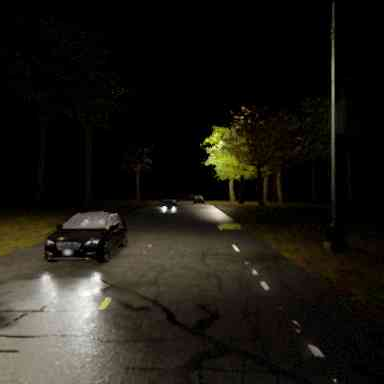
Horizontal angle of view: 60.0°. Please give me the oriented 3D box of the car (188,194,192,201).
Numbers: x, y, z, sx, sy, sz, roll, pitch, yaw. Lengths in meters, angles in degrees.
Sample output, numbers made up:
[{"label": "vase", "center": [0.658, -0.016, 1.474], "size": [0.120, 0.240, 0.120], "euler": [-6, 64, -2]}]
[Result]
[{"label": "car", "center": [-0.012, 1.287, 76.943], "size": [1.994, 1.385, 4.181], "euler": [0, 0, 0]}]

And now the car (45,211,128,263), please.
[{"label": "car", "center": [-3.601, 1.495, 12.078], "size": [2.128, 1.511, 4.902], "euler": [0, 0, 0]}]

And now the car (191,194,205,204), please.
[{"label": "car", "center": [1.215, 1.398, 59.142], "size": [1.812, 1.442, 4.674], "euler": [0, 0, 0]}]

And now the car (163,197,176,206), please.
[{"label": "car", "center": [-3.579, 1.499, 52.988], "size": [1.895, 1.301, 4.718], "euler": [0, 0, 0]}]

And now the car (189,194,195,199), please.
[{"label": "car", "center": [-0.015, 1.172, 94.057], "size": [1.895, 1.301, 4.718], "euler": [0, 0, 0]}]
